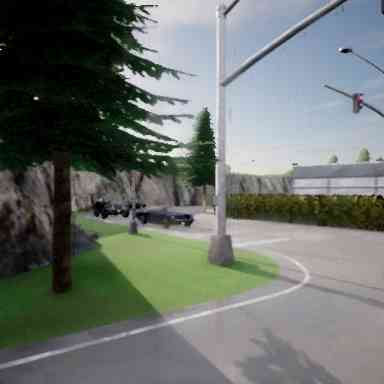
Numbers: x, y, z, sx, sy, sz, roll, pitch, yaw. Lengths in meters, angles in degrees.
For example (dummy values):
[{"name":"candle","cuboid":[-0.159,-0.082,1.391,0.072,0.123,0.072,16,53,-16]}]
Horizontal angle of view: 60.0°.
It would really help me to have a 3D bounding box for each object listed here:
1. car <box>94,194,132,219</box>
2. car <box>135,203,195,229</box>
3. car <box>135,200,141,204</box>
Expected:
[{"name":"car","cuboid":[-7.412,1.237,30.273,2.150,2.045,5.566,0,0,-28]},{"name":"car","cuboid":[-1.829,1.620,22.161,1.895,1.301,4.718,0,0,-36]},{"name":"car","cuboid":[-7.595,1.627,40.322,1.895,1.301,4.718,0,0,28]}]
